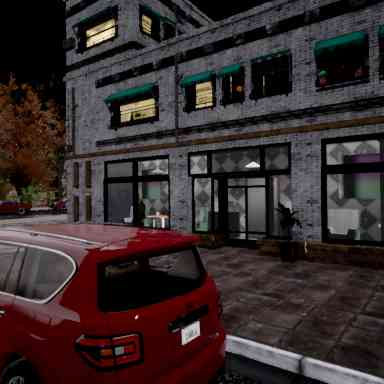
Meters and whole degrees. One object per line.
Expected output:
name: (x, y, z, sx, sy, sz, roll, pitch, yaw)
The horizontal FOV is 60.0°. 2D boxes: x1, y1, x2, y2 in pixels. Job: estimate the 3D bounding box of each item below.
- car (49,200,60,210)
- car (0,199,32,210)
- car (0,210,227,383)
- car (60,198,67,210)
car: (-14.821, 1.374, 39.808, 1.994, 1.385, 4.181, -1, 0, 37)
car: (-17.559, 1.459, 30.743, 1.895, 1.301, 4.718, -1, 0, 37)
car: (-1.951, 1.316, 4.303, 5.009, 1.841, 2.192, 0, -1, 36)
car: (-12.095, 1.117, 38.030, 2.097, 1.767, 4.553, -1, 0, 37)
